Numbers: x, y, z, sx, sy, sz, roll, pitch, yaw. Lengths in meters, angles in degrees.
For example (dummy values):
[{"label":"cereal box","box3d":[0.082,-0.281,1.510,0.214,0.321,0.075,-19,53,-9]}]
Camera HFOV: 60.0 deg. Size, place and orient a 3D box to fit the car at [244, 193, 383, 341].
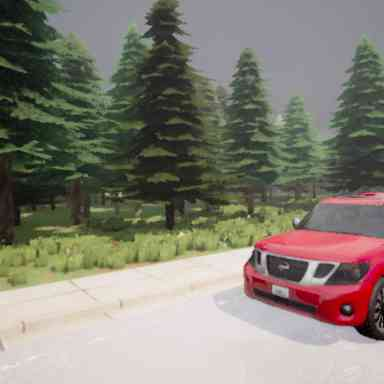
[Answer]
[{"label":"car","box3d":[3.531,1.069,6.643,5.566,2.045,2.150,-2,1,-37]}]
